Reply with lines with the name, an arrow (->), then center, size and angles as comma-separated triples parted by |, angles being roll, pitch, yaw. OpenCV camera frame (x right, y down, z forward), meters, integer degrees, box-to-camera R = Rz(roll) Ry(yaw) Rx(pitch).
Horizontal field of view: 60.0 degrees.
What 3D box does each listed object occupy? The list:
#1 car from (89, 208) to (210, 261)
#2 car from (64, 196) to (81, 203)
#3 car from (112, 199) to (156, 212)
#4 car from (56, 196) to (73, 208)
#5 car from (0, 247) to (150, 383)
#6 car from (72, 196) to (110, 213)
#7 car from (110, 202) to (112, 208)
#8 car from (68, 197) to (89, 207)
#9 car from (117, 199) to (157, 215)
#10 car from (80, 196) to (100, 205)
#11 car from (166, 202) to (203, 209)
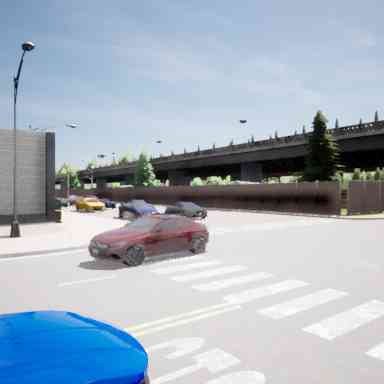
car -> -1.275, 1.526, 11.659 | 1.812, 1.442, 4.674 | 1, 1, 44
car -> -23.742, 1.469, 65.957 | 1.812, 1.442, 4.674 | 0, 0, -36
car -> -4.416, 1.470, 26.738 | 1.812, 1.442, 4.674 | 0, 0, -36
car -> -19.175, 1.491, 47.439 | 2.033, 1.411, 5.357 | 0, 0, -35
car -> -2.609, 1.478, 1.913 | 5.008, 1.535, 1.882 | 0, 0, -36
car -> -11.006, 1.422, 35.951 | 1.882, 1.535, 5.008 | 0, 0, -36
car -> -11.468, 1.545, 42.640 | 1.895, 1.301, 4.718 | 0, 0, -35
car -> -17.429, 1.470, 51.082 | 1.812, 1.442, 4.674 | 0, 0, -35
car -> -5.897, 1.492, 34.832 | 2.033, 1.411, 5.357 | 0, 0, -35
car -> -17.814, 1.422, 57.839 | 1.882, 1.535, 5.008 | 0, 0, -36
car -> -0.531, 1.508, 27.316 | 1.994, 1.385, 4.181 | 0, 0, -36
